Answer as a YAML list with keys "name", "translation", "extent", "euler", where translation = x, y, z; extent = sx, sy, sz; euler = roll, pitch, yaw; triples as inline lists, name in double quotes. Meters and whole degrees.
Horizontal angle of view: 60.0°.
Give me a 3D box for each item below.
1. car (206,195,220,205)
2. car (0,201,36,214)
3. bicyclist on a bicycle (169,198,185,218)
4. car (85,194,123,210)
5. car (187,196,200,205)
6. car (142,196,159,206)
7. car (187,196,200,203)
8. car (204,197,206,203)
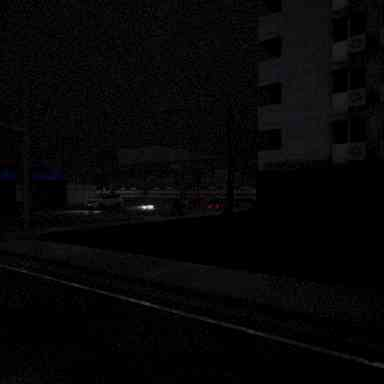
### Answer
- name: "car"
  translation: [3.825, 1.526, 58.512]
  extent: [1.812, 1.442, 4.674]
  euler: [0, 0, 4]
- name: "car"
  translation: [-17.969, 1.601, 32.505]
  extent: [1.895, 1.301, 4.718]
  euler: [0, 0, 35]
- name: "bicyclist on a bicycle"
  translation: [-1.250, 1.300, 27.342]
  extent: [1.656, 1.620, 0.582]
  euler: [0, 0, 36]
- name: "car"
  translation: [-11.196, 1.221, 42.867]
  extent: [2.150, 2.045, 5.566]
  euler: [0, 0, 27]
- name: "car"
  translation: [0.352, 1.564, 59.102]
  extent: [1.994, 1.385, 4.181]
  euler: [0, 0, 4]
- name: "car"
  translation: [-6.982, 1.492, 56.411]
  extent: [2.128, 1.511, 4.902]
  euler: [0, 0, 8]
- name: "car"
  translation: [0.293, 1.564, 67.513]
  extent: [1.994, 1.385, 4.181]
  euler: [0, 0, -8]
- name: "car"
  translation: [3.835, 1.352, 67.370]
  extent: [2.097, 1.767, 4.553]
  euler: [0, 0, -8]
